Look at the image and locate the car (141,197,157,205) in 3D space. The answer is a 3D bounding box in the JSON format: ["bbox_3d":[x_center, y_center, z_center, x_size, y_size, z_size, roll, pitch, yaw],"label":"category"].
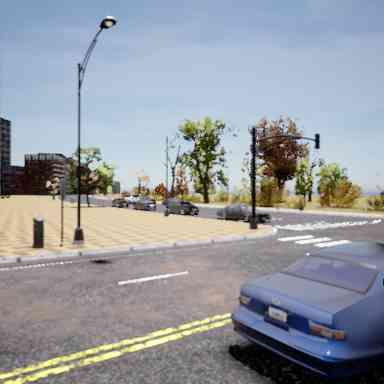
[{"bbox_3d":[-8.955,1.851,69.152,1.994,1.385,4.181,0,0,-29],"label":"car"}]

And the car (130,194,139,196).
[{"bbox_3d":[-12.384,1.501,68.628,2.150,2.045,5.566,0,0,-29],"label":"car"}]

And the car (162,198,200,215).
[{"bbox_3d":[-1.030,1.699,36.249,1.837,1.490,4.892,0,0,-32],"label":"car"}]

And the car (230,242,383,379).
[{"bbox_3d":[3.136,1.580,5.547,5.357,1.411,2.033,0,0,-34],"label":"car"}]

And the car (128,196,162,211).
[{"bbox_3d":[-6.428,1.711,45.071,2.128,1.511,4.902,0,0,-31],"label":"car"}]

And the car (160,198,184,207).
[{"bbox_3d":[-3.700,1.813,59.934,2.033,1.411,5.357,0,0,-30],"label":"car"}]

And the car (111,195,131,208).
[{"bbox_3d":[-11.683,1.748,53.982,1.837,1.490,4.892,0,0,-30],"label":"car"}]

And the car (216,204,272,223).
[{"bbox_3d":[4.164,1.715,27.850,2.033,1.411,5.357,0,0,-31],"label":"car"}]
